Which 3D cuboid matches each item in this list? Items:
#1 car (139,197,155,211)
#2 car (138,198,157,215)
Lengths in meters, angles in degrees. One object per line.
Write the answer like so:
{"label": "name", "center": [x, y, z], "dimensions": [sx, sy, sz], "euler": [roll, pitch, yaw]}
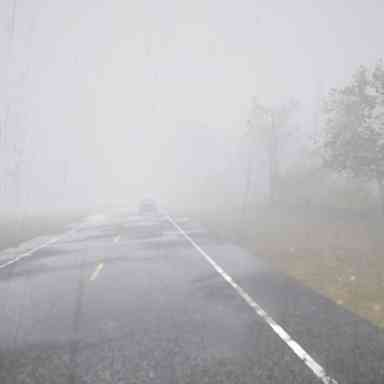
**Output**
{"label": "car", "center": [-6.441, 1.612, 47.996], "dimensions": [2.097, 1.767, 4.553], "euler": [-3, 0, -8]}
{"label": "car", "center": [-4.834, 1.687, 36.538], "dimensions": [2.128, 1.511, 4.902], "euler": [-3, 0, -8]}
